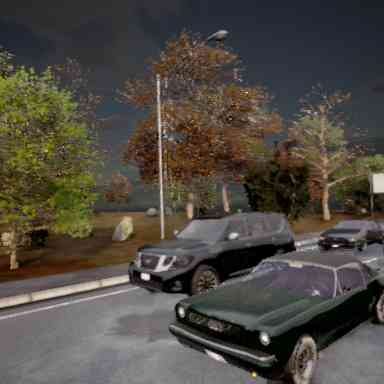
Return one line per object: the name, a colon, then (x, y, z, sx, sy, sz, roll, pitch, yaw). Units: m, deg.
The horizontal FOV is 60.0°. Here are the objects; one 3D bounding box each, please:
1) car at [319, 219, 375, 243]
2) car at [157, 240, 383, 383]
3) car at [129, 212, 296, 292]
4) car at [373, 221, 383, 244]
car: (8.303, 2.056, 16.783, 5.357, 1.411, 2.033, 1, -4, -44)
car: (1.902, 1.819, 5.807, 4.718, 1.301, 1.895, 1, -4, -43)
car: (0.908, 1.646, 9.695, 5.566, 2.045, 2.150, 1, -4, -43)
car: (8.691, 1.769, 12.290, 5.008, 1.535, 1.882, 1, -4, -44)
